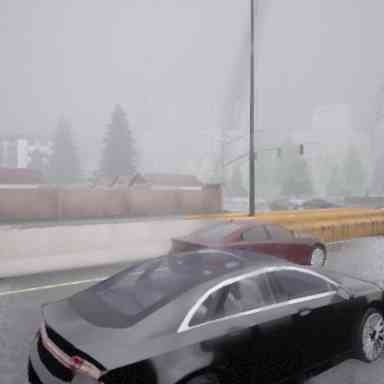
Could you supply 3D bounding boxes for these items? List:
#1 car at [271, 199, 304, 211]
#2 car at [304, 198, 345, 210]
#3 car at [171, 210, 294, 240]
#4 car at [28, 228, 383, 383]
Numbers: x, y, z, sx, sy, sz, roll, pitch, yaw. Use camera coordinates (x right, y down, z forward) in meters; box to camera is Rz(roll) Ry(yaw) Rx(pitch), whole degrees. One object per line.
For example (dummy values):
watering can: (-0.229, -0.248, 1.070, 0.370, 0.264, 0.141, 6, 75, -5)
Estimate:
car: (10.036, 1.533, 36.436, 2.128, 1.511, 4.902, 1, 0, -2)
car: (15.834, 1.558, 40.110, 1.837, 1.490, 4.892, -1, 0, -45)
car: (1.731, 1.487, 9.277, 5.008, 1.535, 1.882, 0, 0, -35)
car: (0.654, 1.496, 4.213, 4.902, 1.511, 2.128, 0, 0, -36)
